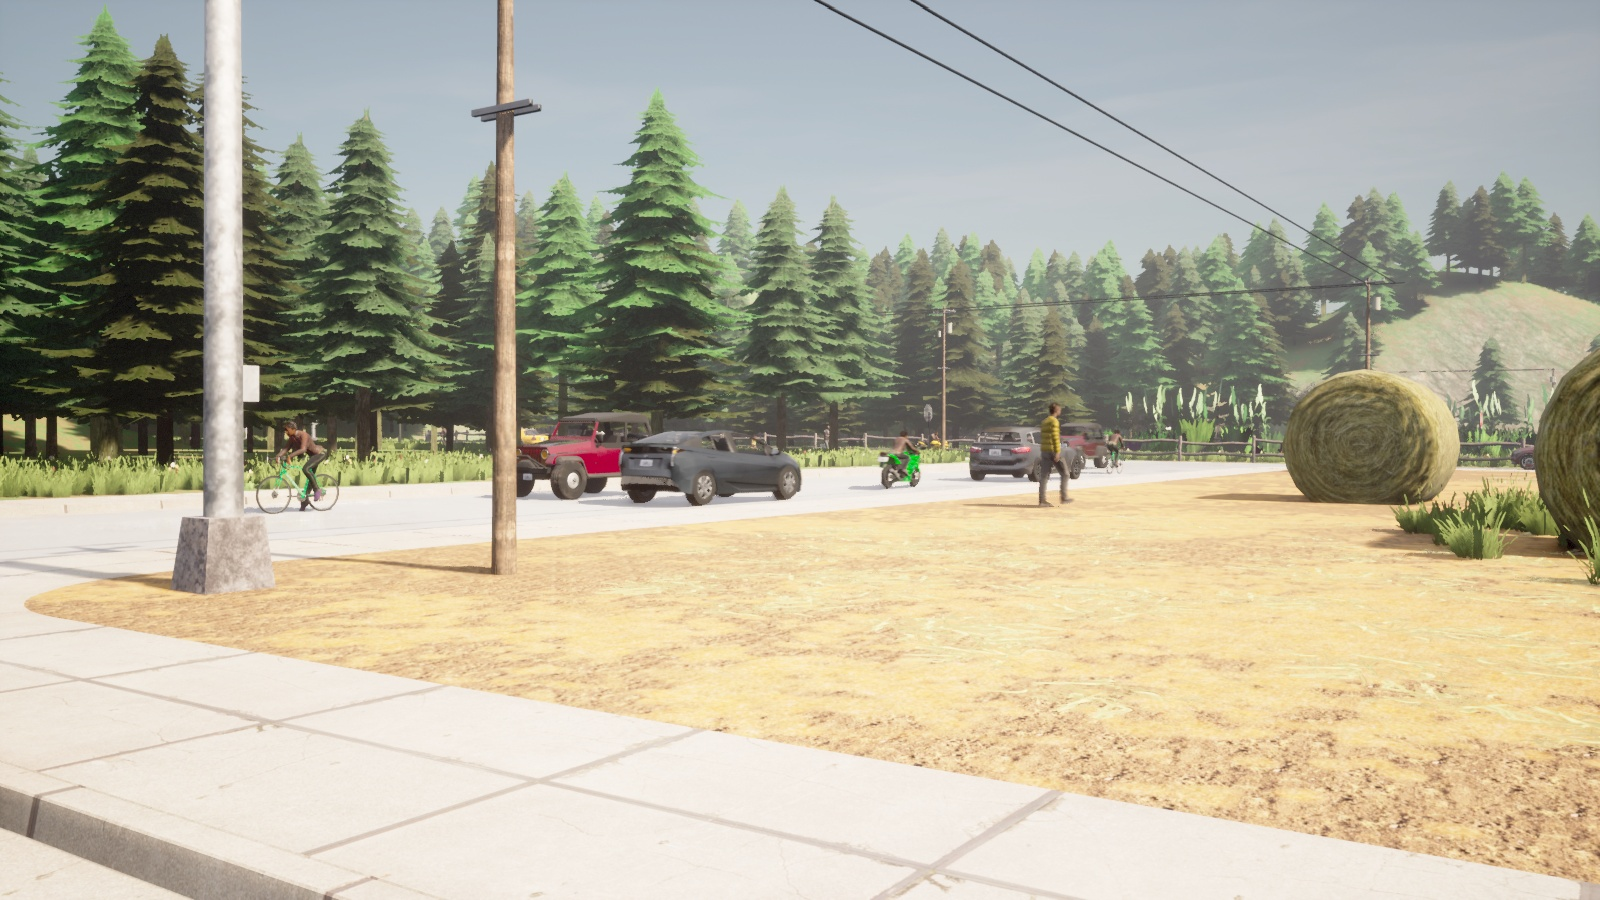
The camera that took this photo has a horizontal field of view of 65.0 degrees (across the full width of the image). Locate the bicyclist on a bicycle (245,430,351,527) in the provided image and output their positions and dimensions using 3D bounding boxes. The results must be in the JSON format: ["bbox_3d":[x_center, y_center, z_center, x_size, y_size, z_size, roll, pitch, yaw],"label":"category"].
[{"bbox_3d":[-8.881,0.477,22.268,0.582,1.620,1.656,0,1,35],"label":"bicyclist on a bicycle"}]

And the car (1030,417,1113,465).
[{"bbox_3d":[11.120,-0.376,51.252,1.905,1.878,3.866,0,1,35],"label":"car"}]

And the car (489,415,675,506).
[{"bbox_3d":[-4.814,0.177,28.157,1.905,1.878,3.866,0,1,35],"label":"car"}]

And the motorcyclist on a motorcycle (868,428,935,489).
[{"bbox_3d":[2.670,0.200,32.835,0.797,1.523,2.044,0,1,35],"label":"motorcyclist on a motorcycle"}]

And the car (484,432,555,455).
[{"bbox_3d":[-20.104,-0.477,89.933,5.366,1.575,1.801,0,1,36],"label":"car"}]

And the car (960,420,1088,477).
[{"bbox_3d":[7.063,-0.090,39.193,2.242,1.667,4.611,0,1,34],"label":"car"}]

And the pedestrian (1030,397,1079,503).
[{"bbox_3d":[4.476,-0.005,22.115,0.709,1.840,0.431,-1,1,-22],"label":"pedestrian"}]

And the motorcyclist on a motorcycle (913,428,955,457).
[{"bbox_3d":[7.021,-0.400,65.785,2.044,1.523,0.797,0,1,37],"label":"motorcyclist on a motorcycle"}]

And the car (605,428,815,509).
[{"bbox_3d":[-1.788,0.320,26.379,2.007,1.525,4.514,0,1,35],"label":"car"}]

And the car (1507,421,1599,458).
[{"bbox_3d":[31.697,-0.434,51.316,4.674,1.442,1.812,0,1,37],"label":"car"}]
